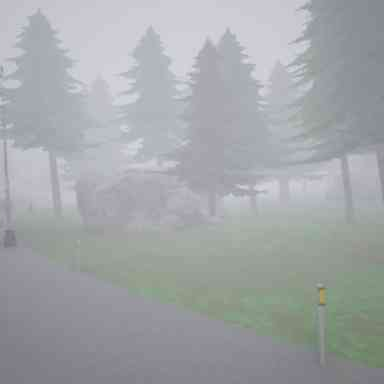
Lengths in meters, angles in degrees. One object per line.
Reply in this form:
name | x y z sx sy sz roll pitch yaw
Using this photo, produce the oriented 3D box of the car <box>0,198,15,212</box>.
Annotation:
car | -21.669 1.467 37.399 2.128 1.511 4.902 -5 1 -6
